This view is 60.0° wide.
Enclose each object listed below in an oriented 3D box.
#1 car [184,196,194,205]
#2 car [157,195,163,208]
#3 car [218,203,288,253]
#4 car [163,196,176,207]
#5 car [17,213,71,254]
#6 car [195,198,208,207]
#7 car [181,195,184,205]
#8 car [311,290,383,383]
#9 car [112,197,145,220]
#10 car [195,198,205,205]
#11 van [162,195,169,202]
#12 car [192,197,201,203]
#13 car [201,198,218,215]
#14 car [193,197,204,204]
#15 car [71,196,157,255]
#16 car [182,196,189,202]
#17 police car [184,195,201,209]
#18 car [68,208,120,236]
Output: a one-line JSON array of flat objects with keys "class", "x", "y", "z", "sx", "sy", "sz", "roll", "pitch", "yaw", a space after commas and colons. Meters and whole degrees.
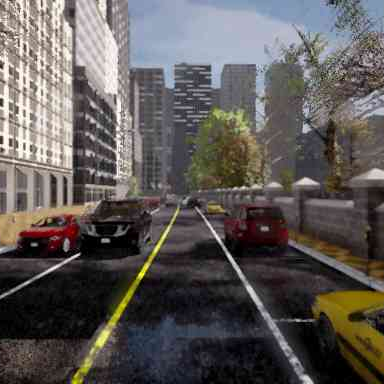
[{"class": "car", "x": -0.564, "y": 1.711, "z": 66.846, "sx": 1.801, "sy": 1.575, "sz": 5.366, "roll": 0, "pitch": 0, "yaw": 3}, {"class": "car", "x": -6.200, "y": 1.522, "z": 52.682, "sx": 2.192, "sy": 1.841, "sz": 5.009, "roll": 0, "pitch": 0, "yaw": -2}, {"class": "car", "x": 2.511, "y": 1.373, "z": 13.933, "sx": 2.192, "sy": 1.841, "sz": 5.009, "roll": 0, "pitch": 0, "yaw": 0}, {"class": "car", "x": -3.640, "y": 1.766, "z": 56.250, "sx": 2.033, "sy": 1.411, "sz": 5.357, "roll": 0, "pitch": 0, "yaw": -1}, {"class": "car", "x": -5.513, "y": 1.604, "z": 13.847, "sx": 1.887, "sy": 1.381, "sz": 4.507, "roll": 0, "pitch": 0, "yaw": 0}, {"class": "car", "x": 1.671, "y": 1.776, "z": 58.306, "sx": 2.008, "sy": 1.369, "sz": 4.403, "roll": 0, "pitch": 0, "yaw": -2}, {"class": "car", "x": -0.602, "y": 1.759, "z": 60.412, "sx": 1.812, "sy": 1.442, "sz": 4.674, "roll": 0, "pitch": 0, "yaw": -14}, {"class": "car", "x": 2.562, "y": 1.538, "z": 3.005, "sx": 1.752, "sy": 1.417, "sz": 4.829, "roll": 0, "pitch": 0, "yaw": 0}, {"class": "car", "x": -5.711, "y": 1.441, "z": 30.492, "sx": 2.192, "sy": 1.841, "sz": 5.009, "roll": 0, "pitch": 0, "yaw": -1}, {"class": "car", "x": 1.513, "y": 1.826, "z": 63.854, "sx": 1.802, "sy": 1.307, "sz": 4.206, "roll": 0, "pitch": 0, "yaw": -2}, {"class": "van", "x": -7.297, "y": 1.678, "z": 91.456, "sx": 1.690, "sy": 1.788, "sz": 3.998, "roll": 0, "pitch": 0, "yaw": -2}, {"class": "car", "x": 1.041, "y": 1.866, "z": 80.496, "sx": 1.947, "sy": 1.339, "sz": 4.313, "roll": 0, "pitch": 0, "yaw": -2}, {"class": "car", "x": 2.212, "y": 1.672, "z": 36.290, "sx": 1.752, "sy": 1.417, "sz": 4.829, "roll": 0, "pitch": 0, "yaw": -1}, {"class": "car", "x": 1.356, "y": 1.829, "z": 69.401, "sx": 1.947, "sy": 1.339, "sz": 4.313, "roll": 0, "pitch": 0, "yaw": -2}, {"class": "car", "x": -2.911, "y": 1.280, "z": 13.877, "sx": 2.150, "sy": 2.045, "sz": 5.566, "roll": 0, "pitch": 0, "yaw": 0}, {"class": "car", "x": -1.633, "y": 1.730, "z": 84.449, "sx": 1.882, "sy": 1.535, "sz": 5.008, "roll": 0, "pitch": 0, "yaw": -2}, {"class": "police car", "x": 0.141, "y": 1.624, "z": 50.742, "sx": 1.930, "sy": 1.638, "sz": 5.238, "roll": 0, "pitch": 0, "yaw": -2}, {"class": "car", "x": -5.564, "y": 1.664, "z": 19.397, "sx": 1.802, "sy": 1.307, "sz": 4.206, "roll": 0, "pitch": 0, "yaw": -1}]
